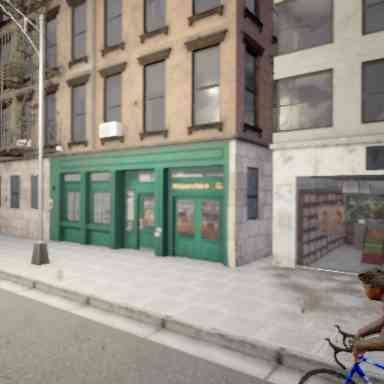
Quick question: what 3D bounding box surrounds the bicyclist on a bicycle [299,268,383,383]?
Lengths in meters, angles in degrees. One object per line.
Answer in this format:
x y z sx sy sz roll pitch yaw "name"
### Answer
1.655 1.466 2.685 1.656 1.620 0.582 0 0 36 "bicyclist on a bicycle"
